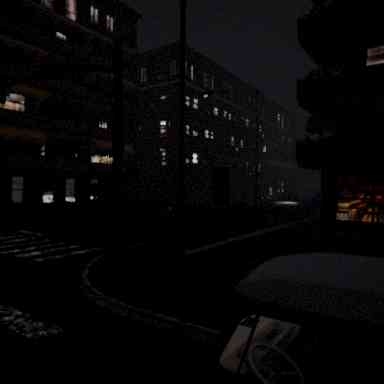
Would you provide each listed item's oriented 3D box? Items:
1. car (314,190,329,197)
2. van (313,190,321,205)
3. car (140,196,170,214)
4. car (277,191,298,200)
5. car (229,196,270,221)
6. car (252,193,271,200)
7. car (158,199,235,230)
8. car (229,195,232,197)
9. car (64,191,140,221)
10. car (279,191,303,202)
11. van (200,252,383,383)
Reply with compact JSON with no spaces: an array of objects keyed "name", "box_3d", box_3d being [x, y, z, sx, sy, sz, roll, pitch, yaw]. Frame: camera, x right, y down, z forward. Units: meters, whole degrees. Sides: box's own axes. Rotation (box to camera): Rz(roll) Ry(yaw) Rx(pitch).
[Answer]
[{"name":"car","box_3d":[28.743,0.245,73.688,1.887,1.381,4.507,2,2,35]},{"name":"van","box_3d":[16.373,0.647,41.484,1.690,1.788,3.998,2,2,35]},{"name":"car","box_3d":[-3.272,1.048,28.102,1.887,1.381,4.507,2,2,35]},{"name":"car","box_3d":[15.936,0.586,55.454,1.947,1.339,4.313,2,2,35]},{"name":"car","box_3d":[3.563,1.210,23.255,1.802,1.307,4.206,2,2,35]},{"name":"car","box_3d":[9.534,0.747,46.336,1.947,1.339,4.313,2,2,35]},{"name":"car","box_3d":[0.362,1.274,18.697,1.947,1.339,4.313,2,2,35]},{"name":"car","box_3d":[3.178,0.996,32.793,1.994,1.385,4.181,1,1,35]},{"name":"car","box_3d":[-6.470,0.899,23.536,2.192,1.841,5.009,2,2,35]},{"name":"car","box_3d":[14.935,0.716,49.367,1.994,1.385,4.181,1,1,35]},{"name":"van","box_3d":[1.842,1.346,1.551,3.998,1.788,1.690,1,1,35]}]
